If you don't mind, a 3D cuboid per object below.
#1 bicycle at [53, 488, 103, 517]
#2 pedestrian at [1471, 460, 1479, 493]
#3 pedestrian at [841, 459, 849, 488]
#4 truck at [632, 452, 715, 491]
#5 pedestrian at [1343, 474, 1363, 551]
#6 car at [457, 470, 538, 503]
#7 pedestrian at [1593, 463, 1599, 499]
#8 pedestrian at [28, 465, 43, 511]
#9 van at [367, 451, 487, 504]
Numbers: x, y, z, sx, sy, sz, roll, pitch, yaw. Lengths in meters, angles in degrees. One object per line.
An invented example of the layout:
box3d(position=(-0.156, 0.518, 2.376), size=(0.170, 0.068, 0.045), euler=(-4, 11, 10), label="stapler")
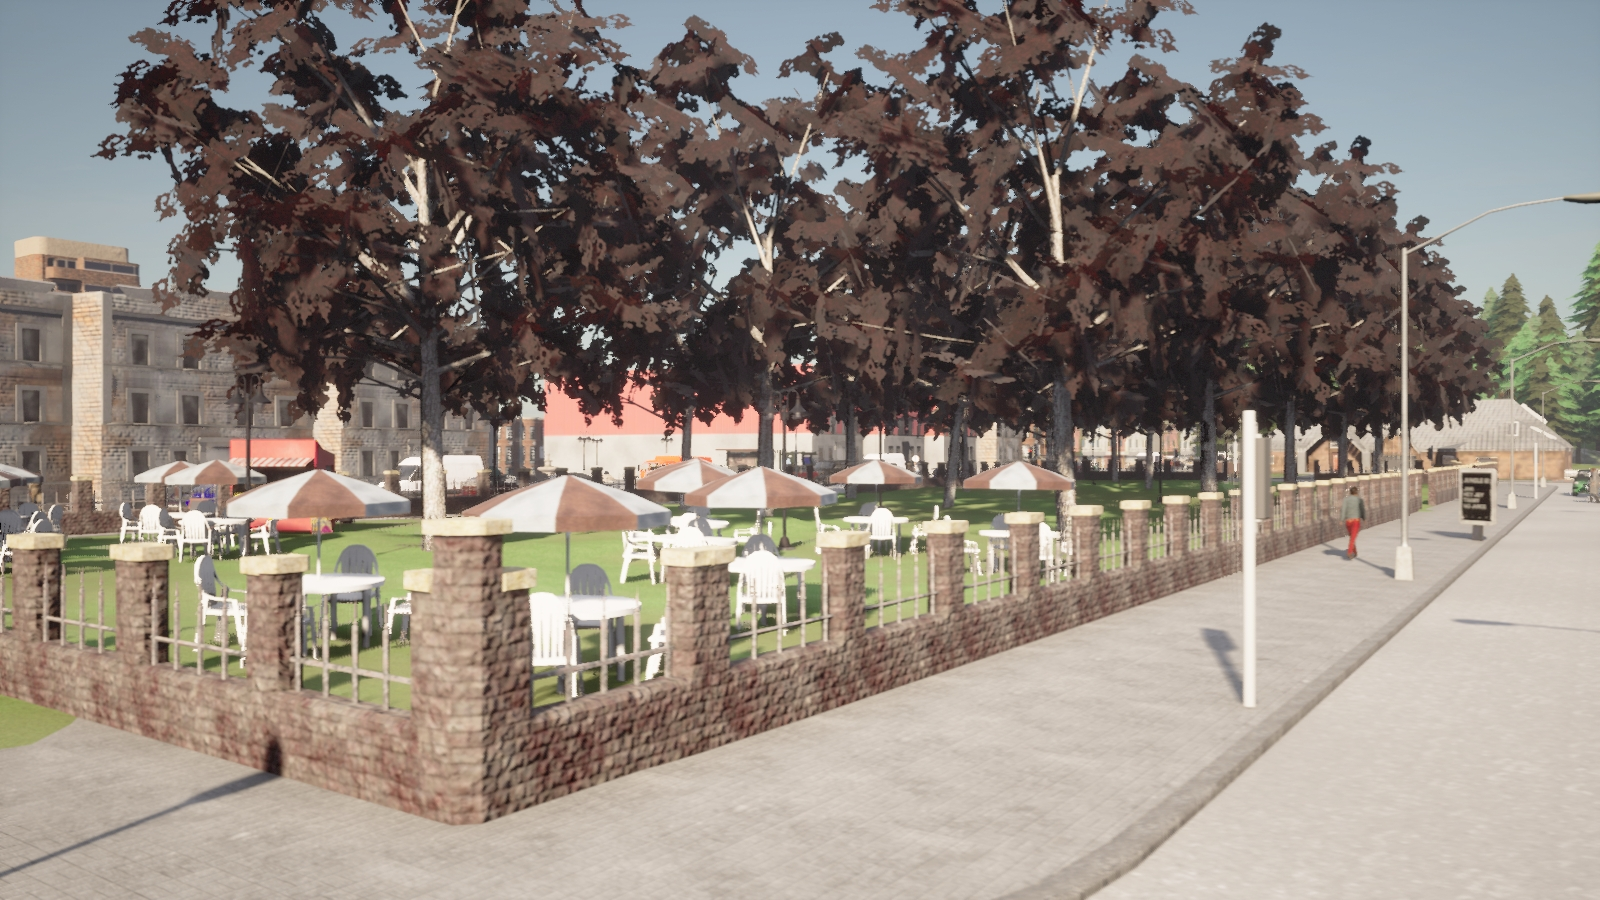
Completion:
box3d(position=(-28.810, 2.073, 45.614), size=(0.859, 1.080, 1.487), euler=(0, 0, 35), label="bicycle")
box3d(position=(38.778, 1.530, 65.635), size=(0.375, 1.860, 0.375), euler=(0, 0, 35), label="pedestrian")
box3d(position=(2.982, 1.554, 75.758), size=(0.375, 1.860, 0.375), euler=(0, 0, 34), label="pedestrian")
box3d(position=(-8.268, 1.401, 75.041), size=(2.627, 2.467, 5.204), euler=(0, -1, 35), label="truck")
box3d(position=(13.588, 1.529, 28.076), size=(0.375, 1.860, 0.375), euler=(0, 0, 37), label="pedestrian")
box3d(position=(-15.295, 1.840, 57.938), size=(1.789, 1.549, 3.705), euler=(0, 0, 35), label="car")
box3d(position=(41.661, 1.629, 59.631), size=(0.375, 1.860, 0.375), euler=(0, 0, -40), label="pedestrian")
box3d(position=(-31.487, 1.562, 47.059), size=(0.375, 1.860, 0.375), euler=(0, 0, 31), label="pedestrian")
box3d(position=(-19.267, 1.351, 59.301), size=(1.988, 2.561, 5.915), euler=(0, 0, 35), label="van")
